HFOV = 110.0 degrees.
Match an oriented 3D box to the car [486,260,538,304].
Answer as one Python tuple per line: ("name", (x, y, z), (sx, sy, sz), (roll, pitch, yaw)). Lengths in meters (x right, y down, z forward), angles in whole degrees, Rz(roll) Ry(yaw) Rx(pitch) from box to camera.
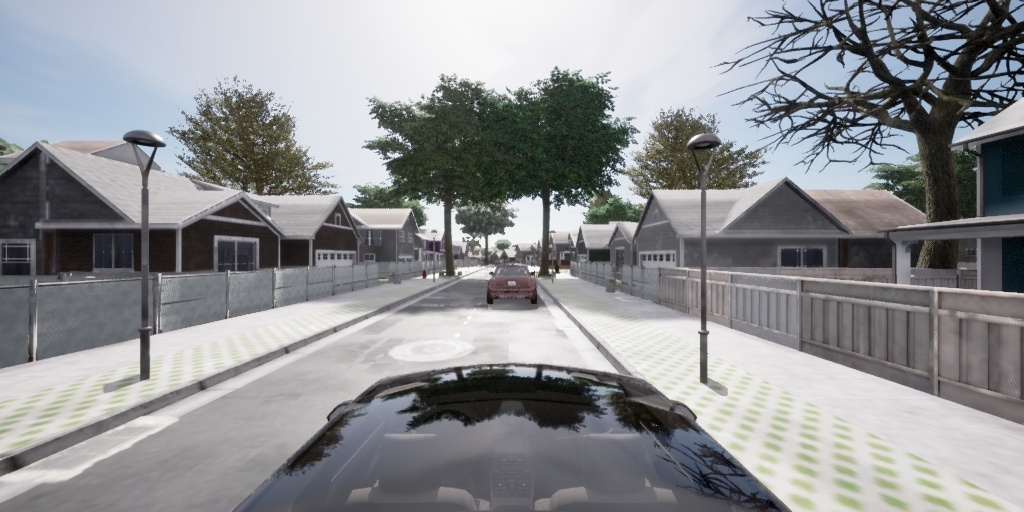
("car", (0.000, 1.117, 16.470), (2.097, 1.767, 4.553), (0, 0, 0))
